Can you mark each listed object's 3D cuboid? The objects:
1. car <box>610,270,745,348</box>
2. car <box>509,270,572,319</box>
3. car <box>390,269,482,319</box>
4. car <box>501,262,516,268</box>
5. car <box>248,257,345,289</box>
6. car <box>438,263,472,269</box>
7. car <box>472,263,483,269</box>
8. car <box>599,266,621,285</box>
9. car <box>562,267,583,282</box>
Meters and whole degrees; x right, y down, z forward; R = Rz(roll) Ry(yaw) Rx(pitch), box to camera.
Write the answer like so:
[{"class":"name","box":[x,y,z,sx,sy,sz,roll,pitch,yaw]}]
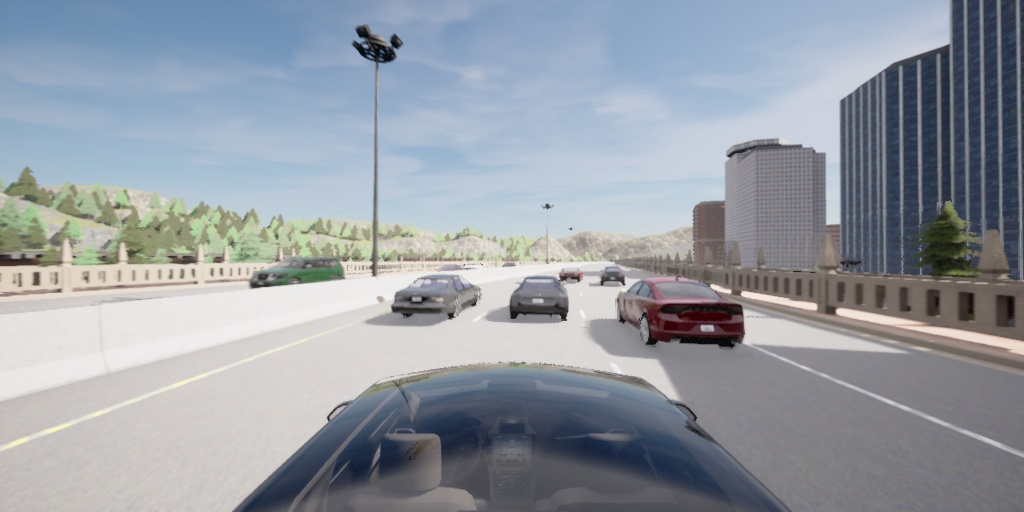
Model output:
[{"class":"car","box":[4.120,1.308,9.618,1.882,1.535,5.008,0,0,5]},{"class":"car","box":[1.083,1.406,13.309,1.994,1.385,4.181,0,0,8]},{"class":"car","box":[-2.527,1.370,13.277,2.033,1.411,5.357,0,0,8]},{"class":"car","box":[-0.538,1.907,64.585,1.837,1.490,4.892,0,-1,15]},{"class":"car","box":[-12.100,1.056,20.740,2.150,2.045,5.566,0,-1,11]},{"class":"car","box":[-5.610,1.510,32.686,1.812,1.442,4.674,0,-1,15]},{"class":"car","box":[-6.119,1.774,57.431,1.812,1.442,4.674,0,-1,16]},{"class":"car","box":[8.130,1.546,29.076,1.812,1.442,4.674,0,-1,15]},{"class":"car","box":[5.399,1.641,32.456,1.895,1.301,4.718,0,-1,15]}]
